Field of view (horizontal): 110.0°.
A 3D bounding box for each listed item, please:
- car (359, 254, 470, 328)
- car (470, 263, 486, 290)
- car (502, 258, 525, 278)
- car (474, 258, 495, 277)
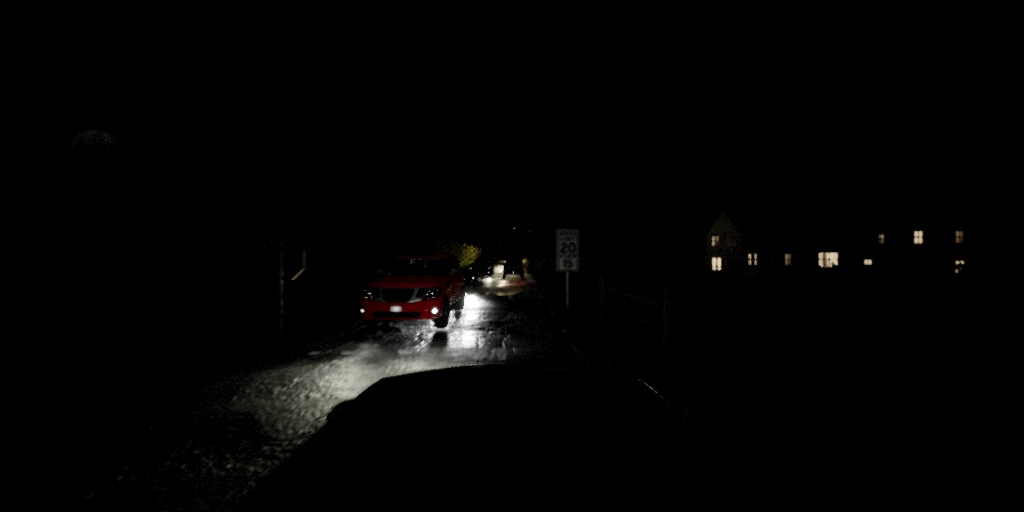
[{"bbox_3d":[-2.846,0.935,11.565,2.150,2.045,5.566,0,0,0],"label":"car"},{"bbox_3d":[-2.836,1.284,21.749,1.895,1.301,4.718,0,0,0],"label":"car"},{"bbox_3d":[0.116,1.161,33.144,1.837,1.490,4.892,0,0,0],"label":"car"},{"bbox_3d":[-2.819,1.004,34.152,2.097,1.767,4.553,0,0,1],"label":"car"}]
